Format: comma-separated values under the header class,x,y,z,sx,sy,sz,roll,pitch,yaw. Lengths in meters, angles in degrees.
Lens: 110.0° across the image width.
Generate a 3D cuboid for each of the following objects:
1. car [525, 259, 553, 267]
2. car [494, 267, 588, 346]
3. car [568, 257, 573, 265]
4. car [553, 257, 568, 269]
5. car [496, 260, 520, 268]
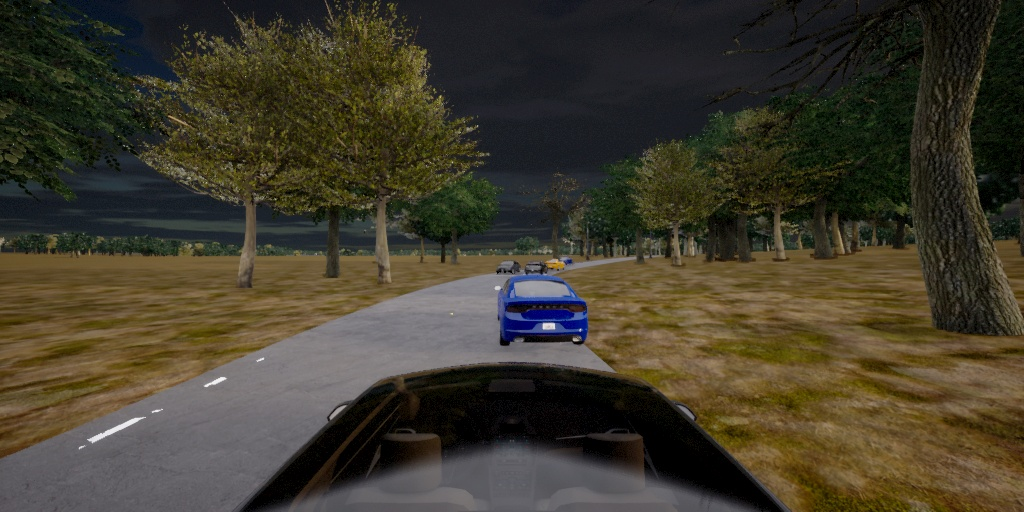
class,x,y,z,sx,sy,sz,roll,pitch,yaw
car,2.680,1.234,38.481,2.128,1.511,4.902,0,0,15
car,0.577,1.228,9.513,1.882,1.535,5.008,0,0,-3
car,9.126,0.901,62.808,1.882,1.535,5.008,0,1,28
car,5.775,1.149,48.374,1.882,1.535,5.008,0,1,21
car,-0.359,1.251,39.610,1.837,1.490,4.892,0,0,15
